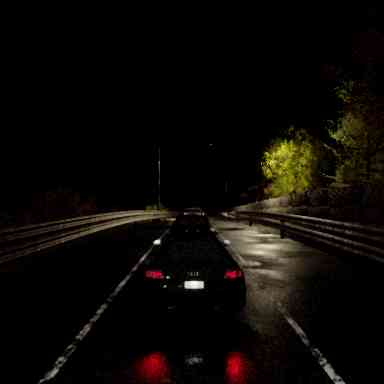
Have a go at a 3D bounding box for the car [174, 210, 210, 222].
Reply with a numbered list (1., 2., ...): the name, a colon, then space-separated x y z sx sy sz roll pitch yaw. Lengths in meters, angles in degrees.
1. car: 0.006 1.687 14.041 1.837 1.490 4.892 0 -2 0

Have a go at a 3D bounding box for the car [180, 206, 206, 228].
1. car: 0.132 2.119 28.848 2.097 1.767 4.553 0 -3 1

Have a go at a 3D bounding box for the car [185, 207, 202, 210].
1. car: 0.024 1.877 20.428 2.128 1.511 4.902 0 -2 0

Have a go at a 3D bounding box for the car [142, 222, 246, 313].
1. car: 0.014 1.620 7.822 1.994 1.385 4.181 0 -1 -1

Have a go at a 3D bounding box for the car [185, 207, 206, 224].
1. car: 0.442 2.610 37.039 2.097 1.767 4.553 0 -4 2

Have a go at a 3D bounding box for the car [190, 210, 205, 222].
1. car: 0.850 3.331 46.406 1.882 1.535 5.008 0 -4 3
